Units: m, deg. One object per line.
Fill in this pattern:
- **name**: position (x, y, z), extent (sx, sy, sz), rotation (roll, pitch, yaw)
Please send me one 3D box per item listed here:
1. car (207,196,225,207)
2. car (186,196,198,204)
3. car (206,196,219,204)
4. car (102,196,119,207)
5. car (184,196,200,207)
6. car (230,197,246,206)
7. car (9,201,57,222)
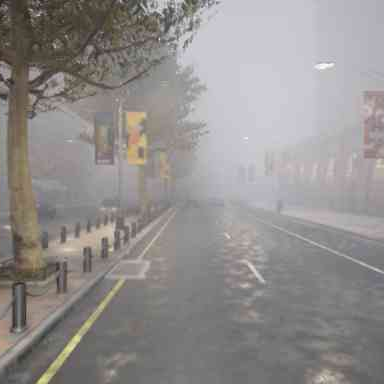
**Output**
- **car**: position (3.516, 1.398, 47.350), extent (1.994, 1.385, 4.181), rotation (0, 0, 0)
- **car**: position (0.019, 1.364, 57.116), extent (1.994, 1.385, 4.181), rotation (0, 0, 0)
- **car**: position (3.519, 1.400, 57.146), extent (1.895, 1.301, 4.718), rotation (0, 0, 0)
- **car**: position (-11.518, 1.310, 47.734), extent (1.882, 1.535, 5.008), rotation (0, 0, 1)
- **car**: position (0.016, 1.340, 46.998), extent (1.837, 1.490, 4.892), rotation (0, 0, 0)
- **car**: position (6.766, 1.421, 49.656), extent (1.895, 1.301, 4.718), rotation (0, 0, 0)
- **car**: position (-11.588, 1.439, 24.683), extent (1.812, 1.442, 4.674), rotation (0, 0, 0)
